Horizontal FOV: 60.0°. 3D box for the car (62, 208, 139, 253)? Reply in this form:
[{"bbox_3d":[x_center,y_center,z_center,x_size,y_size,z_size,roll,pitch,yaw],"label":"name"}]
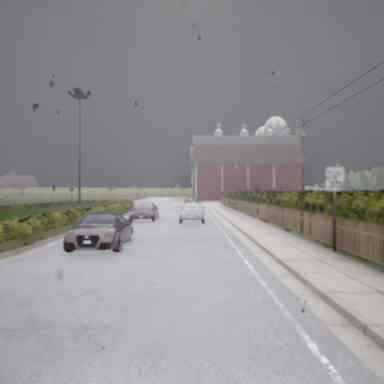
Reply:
[{"bbox_3d":[-3.613,1.541,13.482,1.994,1.385,4.181,0,0,0],"label":"car"}]

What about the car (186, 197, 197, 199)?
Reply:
[{"bbox_3d":[-0.042,1.540,34.878,1.895,1.301,4.718,0,0,0],"label":"car"}]

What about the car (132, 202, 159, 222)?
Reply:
[{"bbox_3d":[-3.592,1.481,25.809,1.812,1.442,4.674,0,0,0],"label":"car"}]

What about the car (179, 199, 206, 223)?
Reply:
[{"bbox_3d":[0.021,1.483,24.653,1.812,1.442,4.674,0,0,1],"label":"car"}]

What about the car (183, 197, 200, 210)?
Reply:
[{"bbox_3d":[-0.044,1.416,43.699,2.128,1.511,4.902,0,0,0],"label":"car"}]
